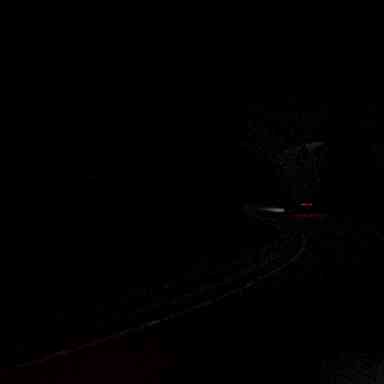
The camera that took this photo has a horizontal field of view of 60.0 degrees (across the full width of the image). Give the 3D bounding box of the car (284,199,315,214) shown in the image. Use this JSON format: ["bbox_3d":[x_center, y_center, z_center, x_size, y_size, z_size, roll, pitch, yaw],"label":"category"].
[{"bbox_3d":[11.090,1.430,34.546,2.128,1.511,4.902,-1,0,-2],"label":"car"}]
